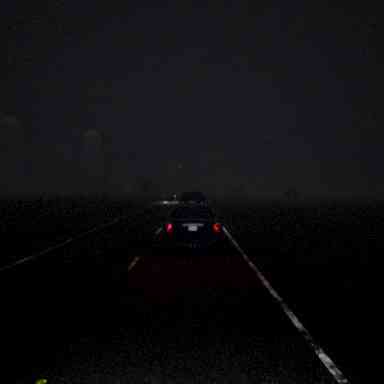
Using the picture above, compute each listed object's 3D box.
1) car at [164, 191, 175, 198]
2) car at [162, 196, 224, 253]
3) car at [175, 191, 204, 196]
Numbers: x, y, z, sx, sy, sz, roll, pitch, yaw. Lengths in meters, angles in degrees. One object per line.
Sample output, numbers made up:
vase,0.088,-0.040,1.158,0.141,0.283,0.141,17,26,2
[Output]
car,-3.533,0.677,56.045,2.097,1.767,4.553,0,1,1
car,0.049,1.199,13.072,2.097,1.767,4.553,0,1,1
car,0.041,0.906,27.026,2.150,2.045,5.566,0,1,1
